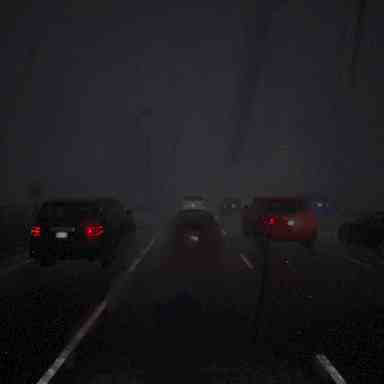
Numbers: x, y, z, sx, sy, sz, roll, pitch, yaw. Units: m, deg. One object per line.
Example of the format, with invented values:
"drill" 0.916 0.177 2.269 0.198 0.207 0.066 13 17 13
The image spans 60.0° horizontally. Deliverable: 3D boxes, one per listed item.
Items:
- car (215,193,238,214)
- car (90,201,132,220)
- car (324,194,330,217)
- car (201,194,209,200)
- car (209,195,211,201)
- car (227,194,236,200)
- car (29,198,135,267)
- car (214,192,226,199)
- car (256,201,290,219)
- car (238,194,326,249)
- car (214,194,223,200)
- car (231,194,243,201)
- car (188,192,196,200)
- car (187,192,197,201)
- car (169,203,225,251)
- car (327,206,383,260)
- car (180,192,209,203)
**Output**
"car" 3.596 1.282 30.862 2.097 1.767 4.553 0 0 0
"car" -7.050 1.537 28.621 1.895 1.301 4.718 0 0 -35
"car" 10.597 1.153 30.192 2.150 2.045 5.566 0 0 0
"car" 3.510 1.192 88.850 1.882 1.535 5.008 0 0 0
"car" 3.509 1.408 78.873 1.895 1.301 4.718 0 0 0
"car" 10.510 1.286 88.047 1.895 1.301 4.718 0 0 0
"car" -3.414 1.199 11.433 2.150 2.045 5.566 0 0 0
"car" 7.009 1.020 78.455 2.150 2.045 5.566 0 0 0
"car" 7.096 1.534 29.532 1.895 1.301 4.718 0 0 0
"car" 3.588 1.189 14.563 2.150 2.045 5.566 0 0 0
"car" 7.010 1.192 88.850 1.882 1.535 5.008 0 0 0
"car" 10.509 1.339 77.592 2.128 1.511 4.902 0 0 0
"car" 0.010 0.939 88.880 2.150 2.045 5.566 0 0 0
"car" 0.009 1.020 78.456 2.150 2.045 5.566 0 0 0
"car" 0.096 1.446 13.888 1.882 1.535 5.008 0 0 0
"car" 7.091 1.464 12.100 2.128 1.511 4.902 0 0 0
"car" 0.098 1.154 30.061 2.150 2.045 5.566 0 0 0
